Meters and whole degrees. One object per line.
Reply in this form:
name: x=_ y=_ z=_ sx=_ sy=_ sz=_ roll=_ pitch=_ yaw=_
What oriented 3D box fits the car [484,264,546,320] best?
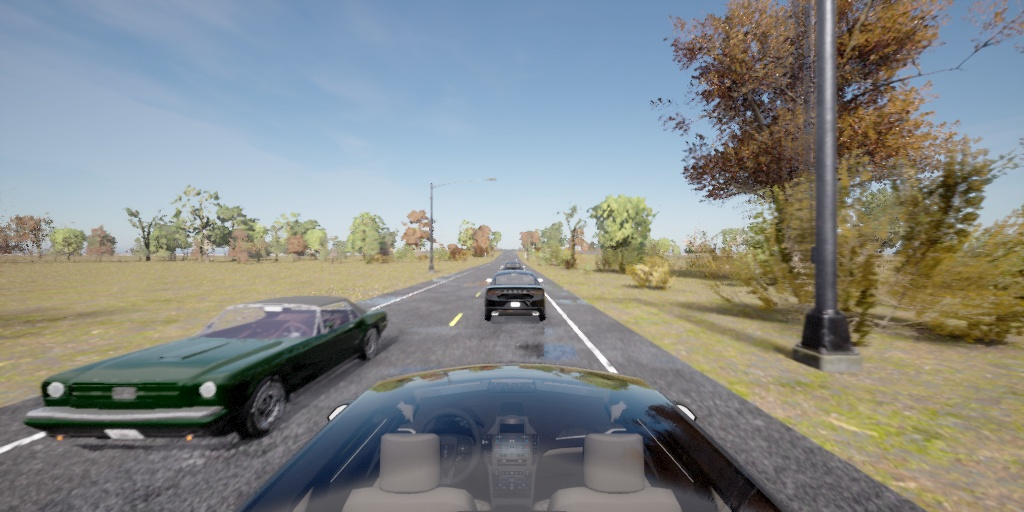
car: x=0.098 y=1.227 z=12.676 sx=1.882 sy=1.535 sz=5.008 roll=0 pitch=0 yaw=0

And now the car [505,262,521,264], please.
car: x=0.097 y=1.249 z=31.014 sx=1.837 sy=1.490 sz=4.892 roll=0 pitch=0 yaw=0

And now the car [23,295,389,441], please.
car: x=-3.602 y=1.351 z=5.538 sx=1.895 sy=1.301 sz=4.718 roll=0 pitch=0 yaw=0
